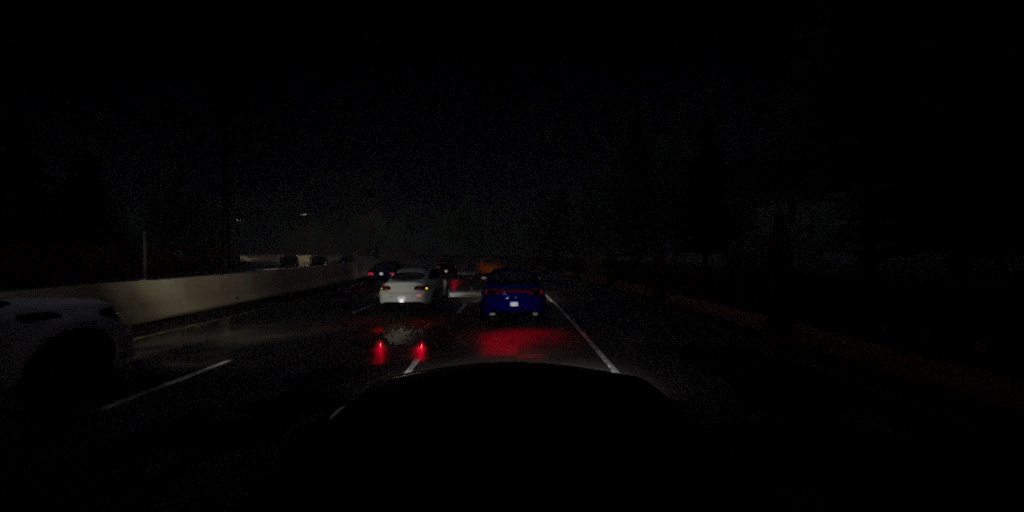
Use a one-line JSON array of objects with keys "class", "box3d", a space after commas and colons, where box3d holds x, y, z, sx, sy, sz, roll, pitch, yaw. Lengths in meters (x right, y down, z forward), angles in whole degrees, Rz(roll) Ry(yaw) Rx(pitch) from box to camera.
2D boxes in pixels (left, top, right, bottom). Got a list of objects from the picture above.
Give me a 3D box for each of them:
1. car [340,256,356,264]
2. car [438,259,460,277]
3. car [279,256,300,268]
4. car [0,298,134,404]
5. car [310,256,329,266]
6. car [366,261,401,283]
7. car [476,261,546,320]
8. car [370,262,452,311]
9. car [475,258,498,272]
[{"class": "car", "box3d": [-22.839, 0.677, 50.022, 1.882, 1.535, 5.008, 0, 0, -25]}, {"class": "car", "box3d": [-5.485, 0.953, 29.851, 1.812, 1.442, 4.674, 0, 1, -11]}, {"class": "car", "box3d": [-29.291, 0.727, 47.323, 1.837, 1.490, 4.892, 0, 1, -25]}, {"class": "car", "box3d": [-6.901, 0.956, 3.068, 2.150, 2.045, 5.566, 0, 1, 0]}, {"class": "car", "box3d": [-26.118, 0.752, 48.799, 1.837, 1.490, 4.892, 0, 1, -25]}, {"class": "car", "box3d": [-7.872, 1.051, 23.172, 2.033, 1.411, 5.357, 0, 1, -8]}, {"class": "car", "box3d": [-0.023, 1.109, 12.084, 1.882, 1.535, 5.008, 0, 1, -2]}, {"class": "car", "box3d": [-3.601, 1.139, 13.658, 1.812, 1.442, 4.674, 0, 1, -3]}, {"class": "car", "box3d": [-2.013, 0.899, 30.357, 1.882, 1.535, 5.008, 0, 1, -10]}]
